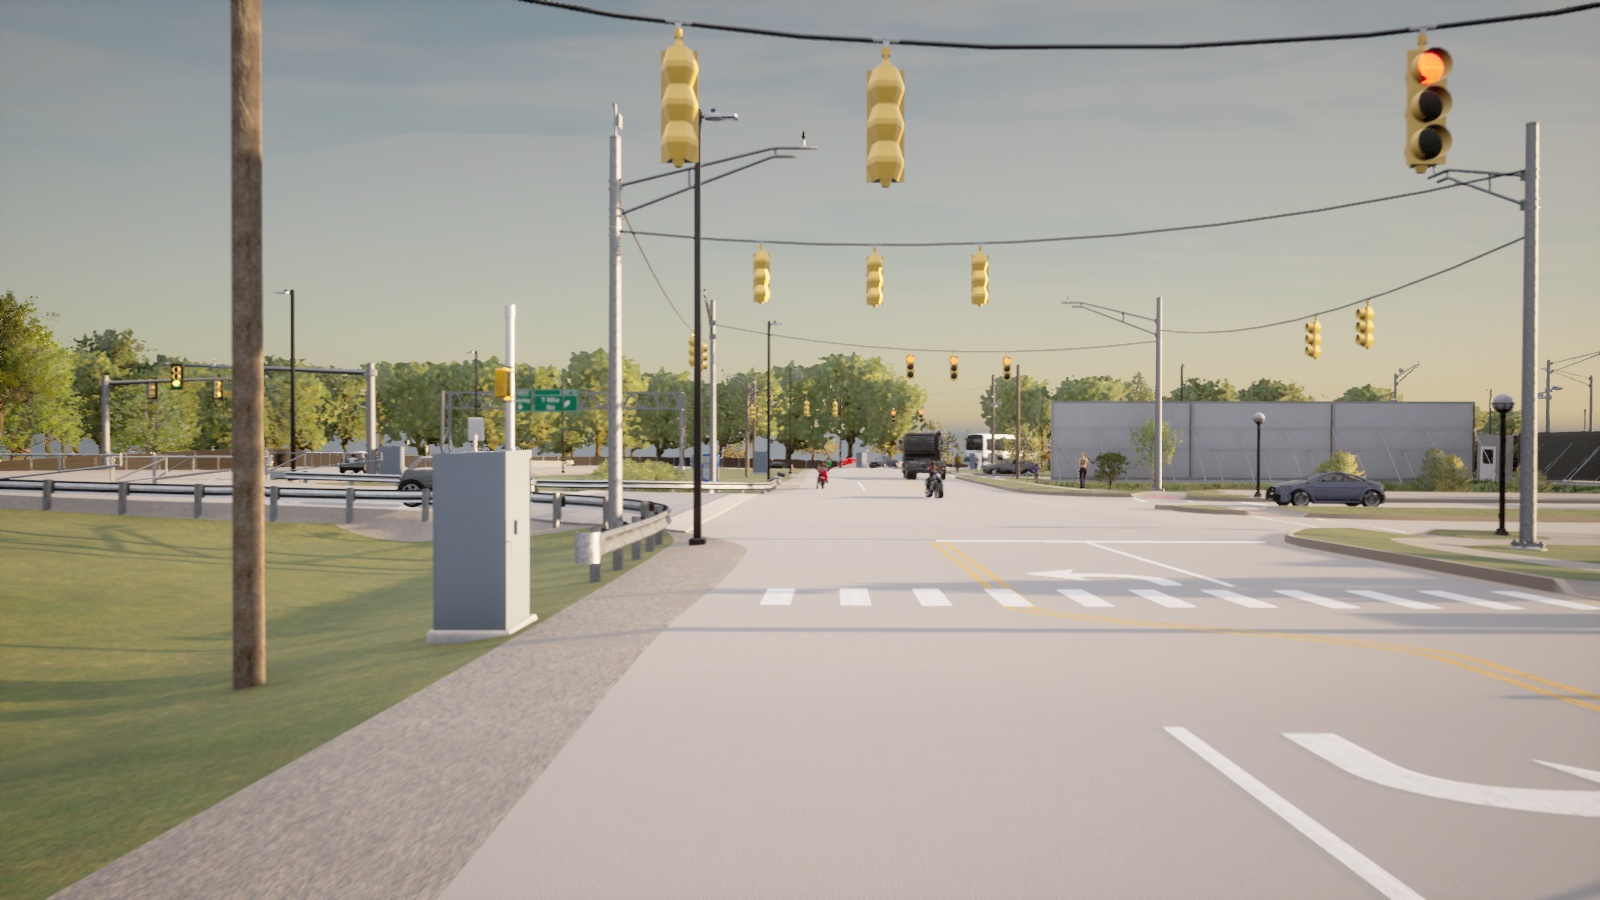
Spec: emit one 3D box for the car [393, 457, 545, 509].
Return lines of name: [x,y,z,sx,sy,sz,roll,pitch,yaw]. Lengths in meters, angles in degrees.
car: [-9.539,0.939,36.341,3.806,1.475,1.970,0,-1,6]

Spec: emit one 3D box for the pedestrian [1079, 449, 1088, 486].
pedestrian: [13.987,0.867,62.012,0.345,1.836,0.594,0,1,2]

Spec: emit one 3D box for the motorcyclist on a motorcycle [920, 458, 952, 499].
motorcyclist on a motorcycle: [5.682,1.190,52.684,0.766,1.649,2.350,0,0,-9]

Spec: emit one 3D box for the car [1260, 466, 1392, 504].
car: [19.959,1.332,47.799,4.181,1.385,1.994,0,0,1]

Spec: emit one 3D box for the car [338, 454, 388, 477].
car: [-29.392,1.029,84.603,1.970,1.475,3.806,0,-1,1]

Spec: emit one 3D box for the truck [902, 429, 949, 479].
truck: [9.015,0.293,91.120,2.891,3.462,7.936,0,0,2]
